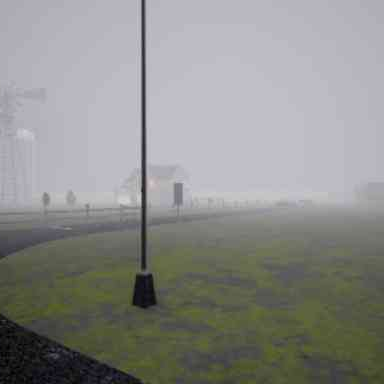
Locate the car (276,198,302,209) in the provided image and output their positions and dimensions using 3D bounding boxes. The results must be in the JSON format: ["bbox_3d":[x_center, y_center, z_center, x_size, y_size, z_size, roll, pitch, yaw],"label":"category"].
[{"bbox_3d":[13.911,1.660,48.908,2.128,1.511,4.902,-1,-1,36],"label":"car"}]

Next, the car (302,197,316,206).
[{"bbox_3d":[19.803,1.674,57.299,1.882,1.535,5.008,-1,-1,35],"label":"car"}]
